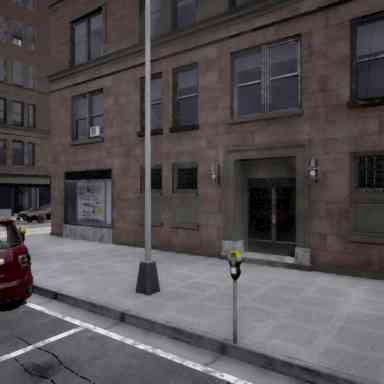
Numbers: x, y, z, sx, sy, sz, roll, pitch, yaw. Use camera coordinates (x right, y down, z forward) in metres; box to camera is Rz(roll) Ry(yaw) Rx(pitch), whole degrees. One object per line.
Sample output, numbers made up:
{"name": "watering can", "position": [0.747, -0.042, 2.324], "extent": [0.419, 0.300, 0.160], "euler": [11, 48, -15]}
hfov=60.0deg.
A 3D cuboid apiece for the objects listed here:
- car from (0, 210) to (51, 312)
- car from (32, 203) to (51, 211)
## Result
{"name": "car", "position": [-5.082, 1.315, 6.423], "extent": [5.009, 1.841, 2.192], "euler": [0, 0, 35]}
{"name": "car", "position": [-10.254, 1.503, 25.184], "extent": [2.033, 1.411, 5.357], "euler": [0, 0, 36]}
